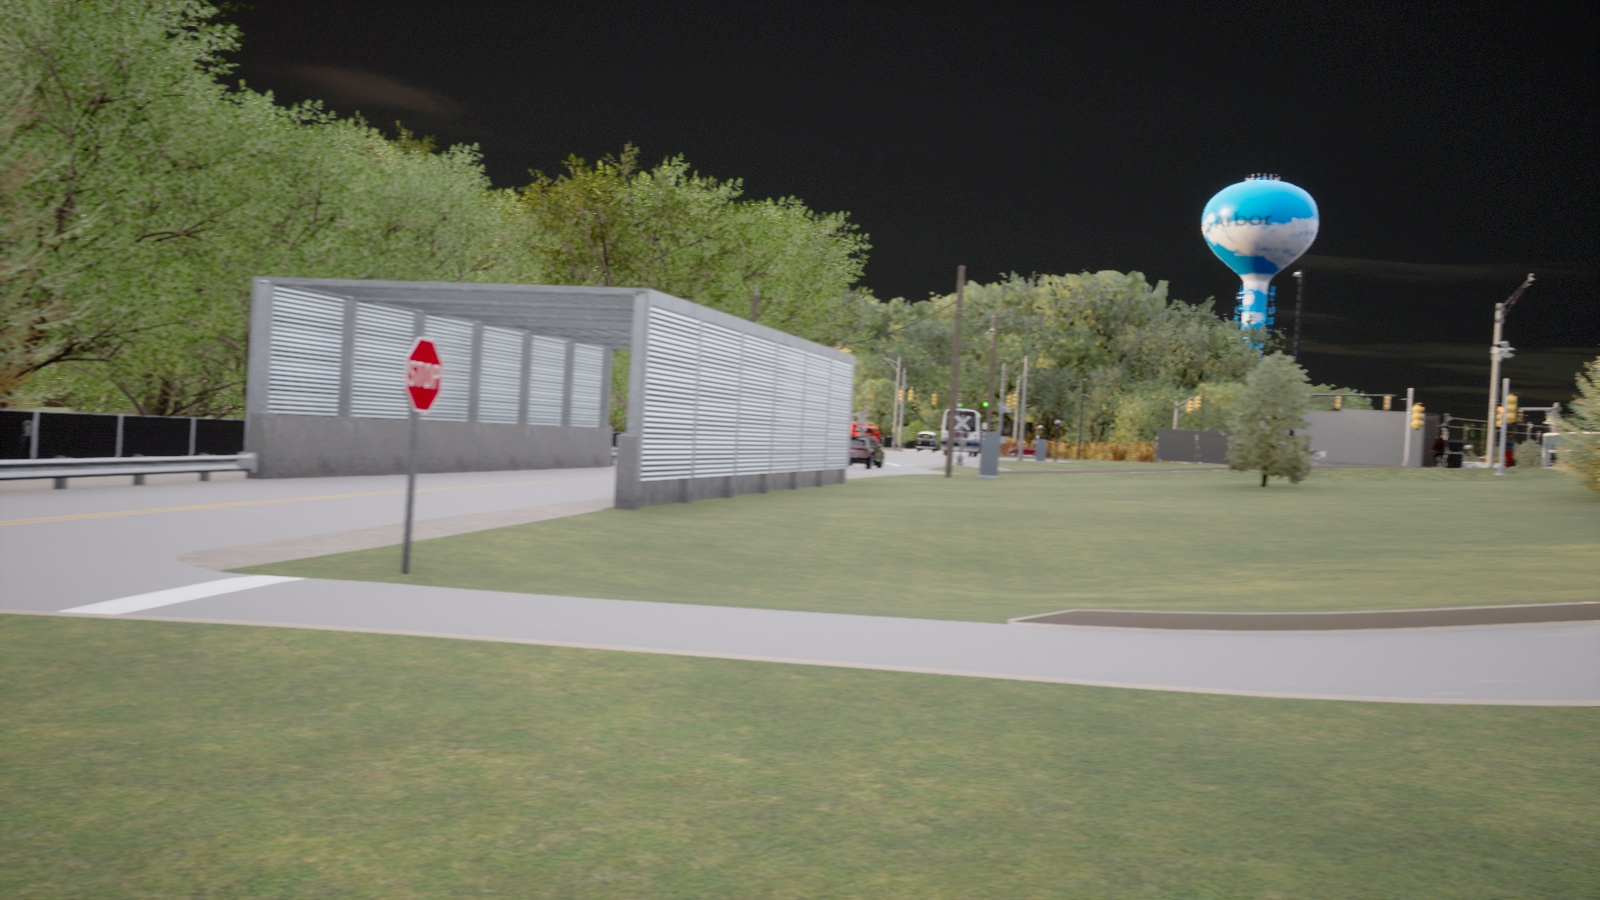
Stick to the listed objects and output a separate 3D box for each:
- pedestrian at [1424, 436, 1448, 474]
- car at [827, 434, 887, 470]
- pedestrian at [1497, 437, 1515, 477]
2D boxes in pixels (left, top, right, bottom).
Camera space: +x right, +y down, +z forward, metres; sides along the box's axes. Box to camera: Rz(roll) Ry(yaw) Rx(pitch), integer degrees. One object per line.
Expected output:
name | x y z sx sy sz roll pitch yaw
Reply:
pedestrian | 31.445 0.257 62.095 0.634 1.844 0.899 4 -1 4
car | 2.982 0.102 64.518 2.033 1.649 4.856 4 1 14
pedestrian | 33.310 0.324 59.260 0.353 1.847 0.614 4 -1 1
